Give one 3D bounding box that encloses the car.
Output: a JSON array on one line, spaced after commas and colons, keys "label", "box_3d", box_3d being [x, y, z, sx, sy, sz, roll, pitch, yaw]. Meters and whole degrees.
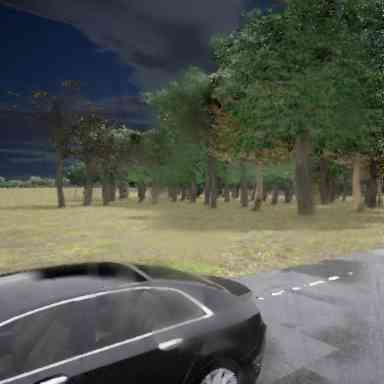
[{"label": "car", "box_3d": [-1.428, 1.505, 2.973, 4.892, 1.490, 1.837, 0, 0, -35]}]
